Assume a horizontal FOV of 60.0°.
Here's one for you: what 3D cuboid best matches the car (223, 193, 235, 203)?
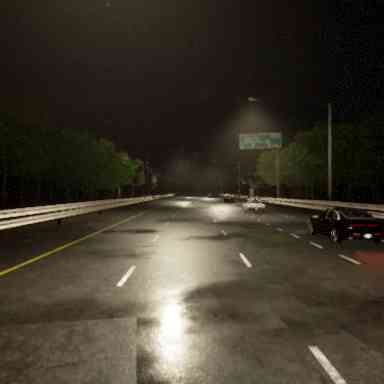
[{"bbox_3d":[7.183,1.437,65.916,2.128,1.511,4.902,0,0,0],"label":"car"}]

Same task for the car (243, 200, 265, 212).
[{"bbox_3d":[7.073,1.581,38.503,1.895,1.301,4.718,0,0,0],"label":"car"}]

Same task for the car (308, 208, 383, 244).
[{"bbox_3d":[7.011,1.504,15.669,1.837,1.490,4.892,0,0,0],"label":"car"}]
